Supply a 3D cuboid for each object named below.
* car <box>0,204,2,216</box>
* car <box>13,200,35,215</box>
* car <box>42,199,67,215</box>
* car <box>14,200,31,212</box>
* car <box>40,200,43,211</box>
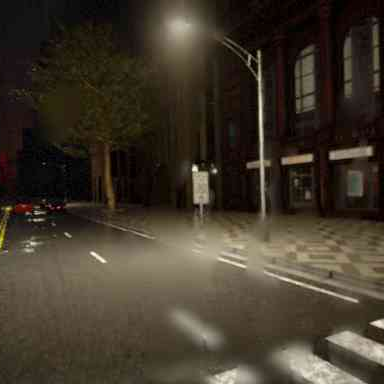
[{"bbox_3d":[-22.709,1.767,37.471,2.097,1.767,4.553,-2,1,-28],"label":"car"},{"bbox_3d":[-19.694,1.674,38.939,2.097,1.767,4.553,-2,0,-28],"label":"car"},{"bbox_3d":[-15.345,1.753,37.591,2.033,1.411,5.357,-2,0,-27],"label":"car"},{"bbox_3d":[-24.296,1.951,47.537,2.033,1.411,5.357,-2,0,-29],"label":"car"},{"bbox_3d":[-20.207,1.784,46.574,2.128,1.511,4.902,-2,0,-28],"label":"car"}]
